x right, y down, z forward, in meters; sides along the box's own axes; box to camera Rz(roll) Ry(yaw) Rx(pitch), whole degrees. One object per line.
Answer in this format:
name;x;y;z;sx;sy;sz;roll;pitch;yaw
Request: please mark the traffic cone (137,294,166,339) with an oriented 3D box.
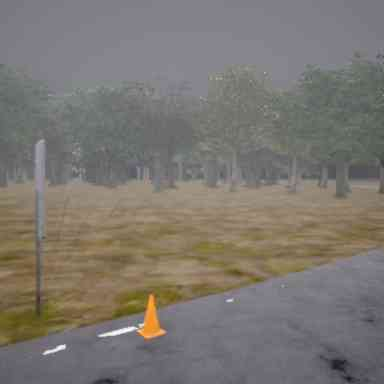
traffic cone;-0.628;1.894;5.178;0.340;0.580;0.340;-1;1;-36
